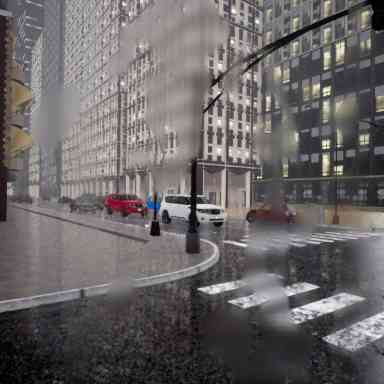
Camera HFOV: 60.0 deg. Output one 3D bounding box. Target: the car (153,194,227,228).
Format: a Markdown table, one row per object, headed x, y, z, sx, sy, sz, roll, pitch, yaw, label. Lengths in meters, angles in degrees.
| x | y | z | sx | sy | sz | roll | pitch | yaw | label |
| --- | --- | --- | --- | --- | --- | --- | --- | --- | --- |
| -0.095 | 1.170 | 22.241 | 2.150 | 2.045 | 5.566 | 1 | -1 | -35 | car |

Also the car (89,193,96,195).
| x | y | z | sx | sy | sz | roll | pitch | yaw | label |
| --- | --- | --- | --- | --- | --- | --- | --- | --- | --- |
| -14.411 | 1.380 | 53.123 | 2.097 | 1.767 | 4.553 | 1 | -1 | -35 | car |

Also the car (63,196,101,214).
| x | y | z | sx | sy | sz | roll | pitch | yaw | label |
| --- | --- | --- | --- | --- | --- | --- | --- | --- | --- |
| -10.862 | 1.427 | 32.920 | 2.008 | 1.369 | 4.403 | 1 | -1 | -35 | car |

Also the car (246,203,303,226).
| x | y | z | sx | sy | sz | roll | pitch | yaw | label |
| --- | --- | --- | --- | --- | --- | --- | --- | --- | --- |
| 5.784 | 1.505 | 23.956 | 1.967 | 1.590 | 4.097 | 1 | -1 | -35 | car |

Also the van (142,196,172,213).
| x | y | z | sx | sy | sz | roll | pitch | yaw | label |
| --- | --- | --- | --- | --- | --- | --- | --- | --- | --- |
| -4.027 | 1.382 | 37.773 | 1.690 | 1.788 | 3.998 | 1 | -1 | -35 | van |

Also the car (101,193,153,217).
| x | y | z | sx | sy | sz | roll | pitch | yaw | label |
| --- | --- | --- | --- | --- | --- | --- | --- | --- | --- |
| -6.069 | 1.155 | 30.649 | 2.150 | 2.045 | 5.566 | 1 | -1 | -35 | car |

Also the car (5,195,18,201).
| x | y | z | sx | sy | sz | roll | pitch | yaw | label |
| --- | --- | --- | --- | --- | --- | --- | --- | --- | --- |
| -40.297 | 1.377 | 74.368 | 2.008 | 1.369 | 4.403 | 1 | -1 | -35 | car |

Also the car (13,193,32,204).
| x | y | z | sx | sy | sz | roll | pitch | yaw | label |
| --- | --- | --- | --- | --- | --- | --- | --- | --- | --- |
| -30.482 | 1.154 | 60.554 | 2.192 | 1.841 | 5.009 | 1 | -1 | -35 | car |

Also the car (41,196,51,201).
| x | y | z | sx | sy | sz | roll | pitch | yaw | label |
| --- | --- | --- | --- | --- | --- | --- | --- | --- | --- |
| -36.738 | 1.570 | 83.824 | 1.802 | 1.307 | 4.206 | 1 | -1 | -35 | car |

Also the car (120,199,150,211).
| x | y | z | sx | sy | sz | roll | pitch | yaw | label |
| --- | --- | --- | --- | --- | --- | --- | --- | --- | --- |
| -7.301 | 1.584 | 42.376 | 2.008 | 1.369 | 4.403 | 1 | -1 | -35 | car |

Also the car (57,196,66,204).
| x | y | z | sx | sy | sz | roll | pitch | yaw | label |
| --- | --- | --- | --- | --- | --- | --- | --- | --- | --- |
| -22.490 | 1.484 | 59.284 | 1.812 | 1.442 | 4.674 | 1 | -1 | -35 | car |

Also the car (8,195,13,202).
| x | y | z | sx | sy | sz | roll | pitch | yaw | label |
| --- | --- | --- | --- | --- | --- | --- | --- | --- | --- |
| -37.028 | 1.396 | 69.762 | 1.947 | 1.339 | 4.313 | 1 | -1 | -35 | car |

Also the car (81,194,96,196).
| x | y | z | sx | sy | sz | roll | pitch | yaw | label |
| --- | --- | --- | --- | --- | --- | --- | --- | --- | --- |
| -17.082 | 1.445 | 51.676 | 1.882 | 1.535 | 5.008 | 1 | -1 | -35 | car |
